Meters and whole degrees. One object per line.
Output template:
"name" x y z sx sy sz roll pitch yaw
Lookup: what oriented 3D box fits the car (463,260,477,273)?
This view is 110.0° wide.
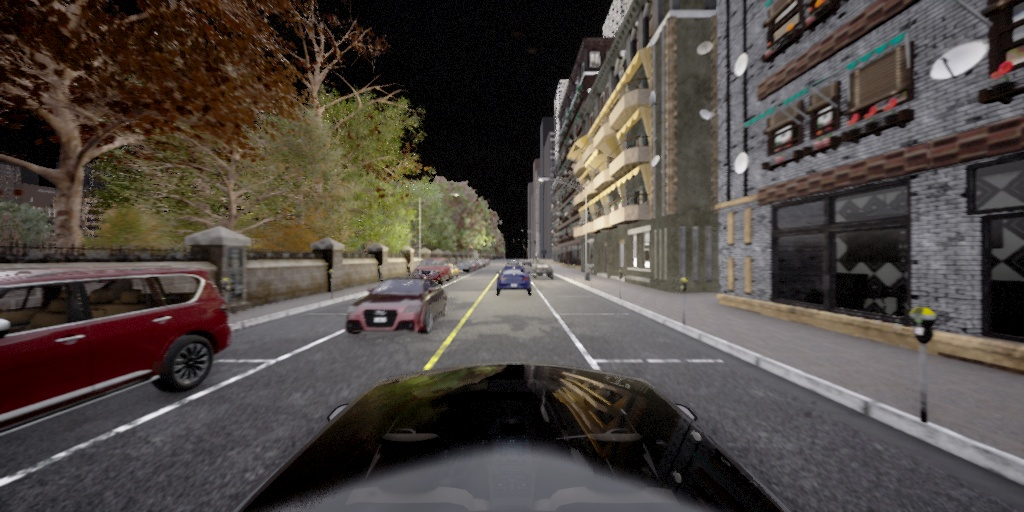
"car" -5.707 1.322 42.749 1.948 1.339 4.313 0 0 0

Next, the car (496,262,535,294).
"car" 0.095 1.276 19.953 1.812 1.442 4.674 0 0 0

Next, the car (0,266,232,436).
"car" -5.692 1.064 3.978 2.192 1.841 5.009 0 0 0

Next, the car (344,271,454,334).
"car" -3.103 1.314 10.429 1.994 1.385 4.181 0 0 0

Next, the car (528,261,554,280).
"car" 2.678 1.303 31.677 2.007 1.370 4.403 0 0 0

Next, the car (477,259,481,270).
"car" -5.709 1.198 48.287 1.967 1.591 4.097 0 0 0

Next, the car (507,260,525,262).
"car" 0.085 1.248 43.409 2.128 1.511 4.902 0 0 0

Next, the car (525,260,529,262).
"car" 2.665 1.320 64.909 2.007 1.370 4.403 0 0 0

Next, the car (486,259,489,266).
"car" -5.715 1.209 64.903 1.967 1.591 4.097 0 0 0

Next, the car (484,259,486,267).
"car" -5.713 1.290 59.194 1.751 1.417 4.829 0 0 0

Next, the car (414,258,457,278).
"car" -5.700 1.066 26.133 2.192 1.841 5.009 0 0 0

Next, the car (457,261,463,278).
"car" -5.702 1.278 31.501 1.751 1.417 4.829 0 0 0

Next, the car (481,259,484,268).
"car" -5.710 1.343 53.826 1.802 1.307 4.207 0 0 0
